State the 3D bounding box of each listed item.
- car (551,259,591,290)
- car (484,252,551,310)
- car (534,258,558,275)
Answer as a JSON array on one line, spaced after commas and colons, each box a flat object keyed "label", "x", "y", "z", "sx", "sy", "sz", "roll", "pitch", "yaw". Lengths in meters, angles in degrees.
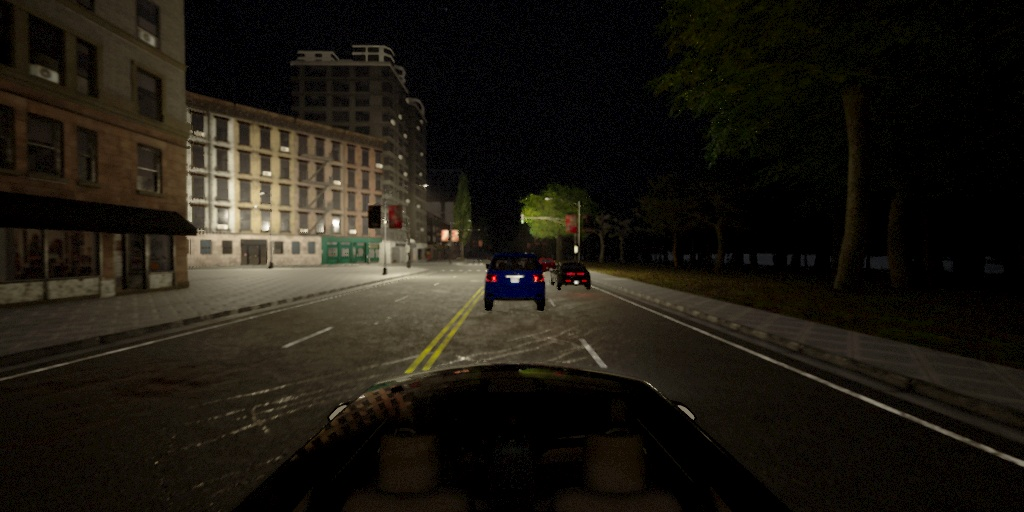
[{"label": "car", "x": 3.347, "y": 1.104, "z": 21.066, "sx": 1.837, "sy": 1.490, "sz": 4.892, "roll": 0, "pitch": 0, "yaw": 0}, {"label": "car", "x": 0.095, "y": 0.874, "z": 14.310, "sx": 2.150, "sy": 2.045, "sz": 5.566, "roll": 0, "pitch": 0, "yaw": 0}, {"label": "car", "x": 3.343, "y": 0.958, "z": 36.244, "sx": 1.882, "sy": 1.535, "sz": 5.008, "roll": 0, "pitch": 0, "yaw": 0}]
